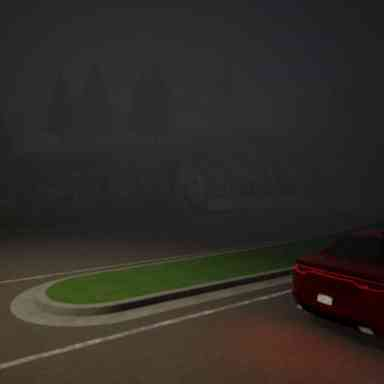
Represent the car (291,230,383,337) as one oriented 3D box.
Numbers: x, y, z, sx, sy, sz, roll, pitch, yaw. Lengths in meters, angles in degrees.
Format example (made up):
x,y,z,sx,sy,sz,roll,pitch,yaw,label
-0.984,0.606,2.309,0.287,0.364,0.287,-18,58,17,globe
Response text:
x,y,z,sx,sy,sz,roll,pitch,yaw,label
4.097,1.456,6.315,5.008,1.535,1.882,0,0,-32,car
